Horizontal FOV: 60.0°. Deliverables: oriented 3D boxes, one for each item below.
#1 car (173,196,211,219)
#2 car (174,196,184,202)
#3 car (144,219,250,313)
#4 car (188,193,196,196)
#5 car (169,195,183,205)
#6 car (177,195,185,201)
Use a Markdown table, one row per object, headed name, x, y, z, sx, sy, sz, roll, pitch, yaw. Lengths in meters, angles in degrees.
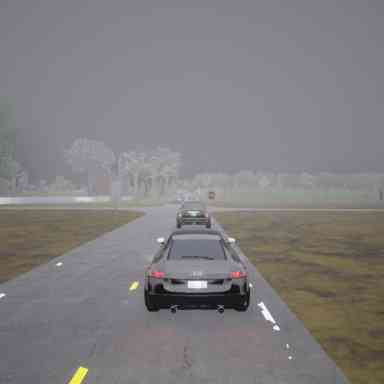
| name | x | y | z | sx | sy | sz | roll | pitch | yaw |
| --- | --- | --- | --- | --- | --- | --- | --- | --- | --- |
| car | 0.095 | 1.354 | 22.004 | 2.097 | 1.767 | 4.553 | 0 | 0 | 0 |
| car | -2.769 | 1.507 | 71.883 | 1.994 | 1.385 | 4.181 | 0 | 0 | 0 |
| car | 0.098 | 1.566 | 7.740 | 1.994 | 1.385 | 4.181 | 0 | 0 | 0 |
| car | -0.024 | 1.466 | 90.373 | 1.994 | 1.385 | 4.181 | 0 | 0 | 0 |
| car | -2.844 | 1.327 | 58.237 | 2.097 | 1.767 | 4.553 | 0 | 0 | 0 |
| car | -2.773 | 1.484 | 86.089 | 1.994 | 1.385 | 4.181 | 0 | 0 | 0 |
